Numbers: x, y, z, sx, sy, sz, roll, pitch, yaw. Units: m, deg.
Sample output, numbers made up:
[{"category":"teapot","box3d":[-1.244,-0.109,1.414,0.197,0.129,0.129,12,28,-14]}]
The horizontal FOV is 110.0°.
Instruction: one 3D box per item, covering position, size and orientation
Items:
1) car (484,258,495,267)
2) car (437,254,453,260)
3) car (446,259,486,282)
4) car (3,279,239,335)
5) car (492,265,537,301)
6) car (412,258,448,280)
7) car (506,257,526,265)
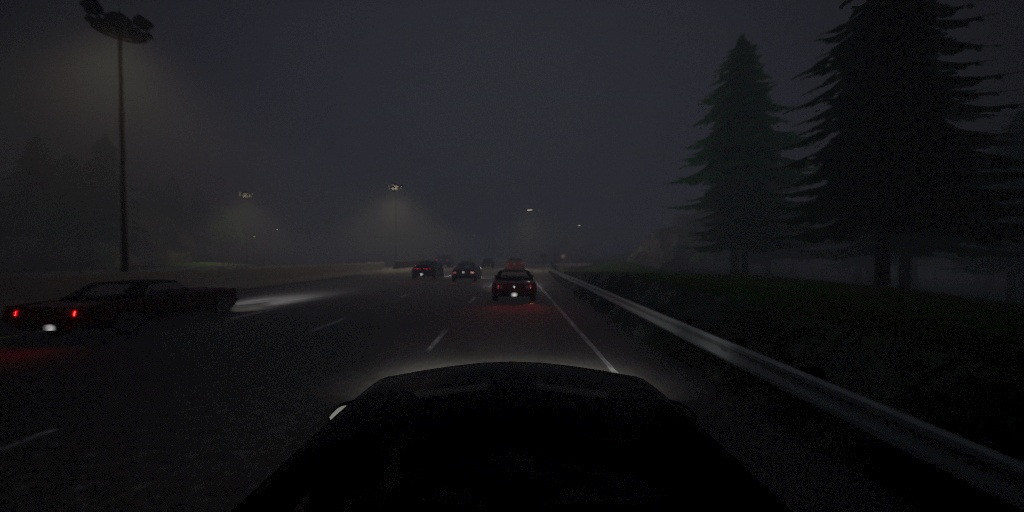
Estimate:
[{"category":"car","box3d":[-3.499,1.060,53.402,1.837,1.490,4.892,0,0,0]},{"category":"car","box3d":[-10.509,0.783,56.179,2.150,2.045,5.566,0,0,0]},{"category":"car","box3d":[-3.427,1.195,27.708,2.033,1.411,5.357,0,0,0]},{"category":"car","box3d":[-10.400,1.318,10.291,1.895,1.301,4.718,0,0,0]},{"category":"car","box3d":[0.094,1.291,16.977,1.895,1.301,4.718,0,0,0]},{"category":"car","box3d":[-6.936,1.143,29.869,1.837,1.490,4.892,0,0,0]},{"category":"car","box3d":[0.535,0.941,43.017,2.097,1.767,4.553,0,0,6]}]
